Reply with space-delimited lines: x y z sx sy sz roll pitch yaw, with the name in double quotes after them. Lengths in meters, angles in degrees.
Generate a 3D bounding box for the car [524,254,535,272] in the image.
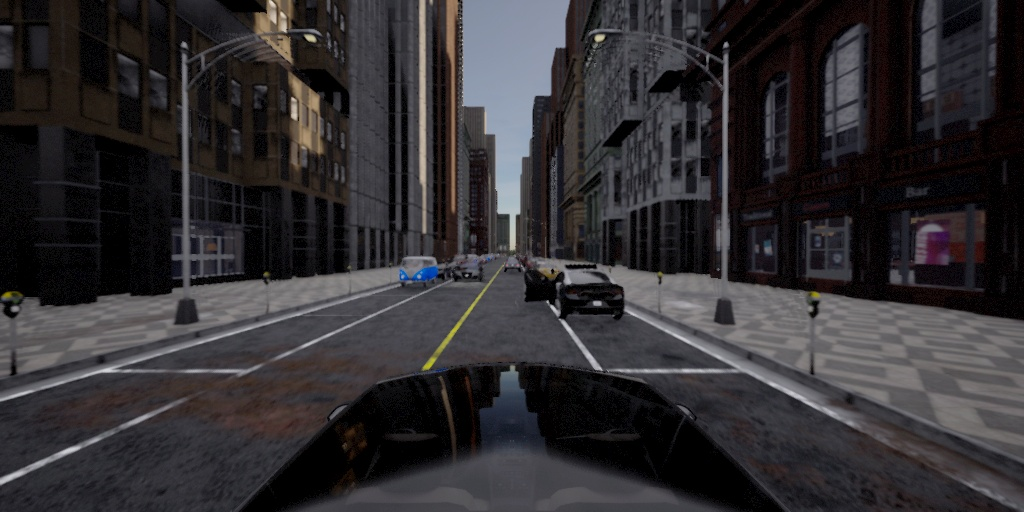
2.760 0.863 44.920 1.967 1.591 4.097 0 0 0 "car"

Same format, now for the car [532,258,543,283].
2.761 1.076 28.182 1.751 1.417 4.829 0 0 0 "car"

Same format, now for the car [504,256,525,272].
0.077 1.004 40.453 2.033 1.411 5.357 0 0 0 "car"

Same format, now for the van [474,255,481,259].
-5.766 0.721 50.547 1.690 1.789 3.998 0 0 0 "van"

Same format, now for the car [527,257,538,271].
2.761 1.058 33.648 2.007 1.370 4.403 0 0 0 "car"

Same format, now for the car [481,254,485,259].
-5.766 0.778 56.183 1.967 1.591 4.097 0 0 0 "car"

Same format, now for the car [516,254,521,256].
0.002 0.888 52.921 1.812 1.442 4.674 0 1 0 "car"

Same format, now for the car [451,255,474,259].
-5.765 0.780 39.273 2.192 1.841 5.009 0 0 0 "car"

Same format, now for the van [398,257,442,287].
-5.764 0.934 22.364 1.690 1.789 3.998 0 0 0 "van"

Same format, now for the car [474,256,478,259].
-5.765 0.968 44.910 1.888 1.381 4.507 0 0 0 "car"

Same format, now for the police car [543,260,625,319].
2.367 1.093 12.522 1.930 1.638 5.238 0 0 0 "police car"

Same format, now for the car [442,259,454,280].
-5.764 1.116 28.000 1.948 1.339 4.313 0 0 0 "car"

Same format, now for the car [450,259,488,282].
-3.098 1.125 26.616 1.994 1.385 4.181 0 0 0 "car"

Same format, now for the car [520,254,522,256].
2.759 0.653 56.193 2.192 1.841 5.009 0 0 0 "car"
